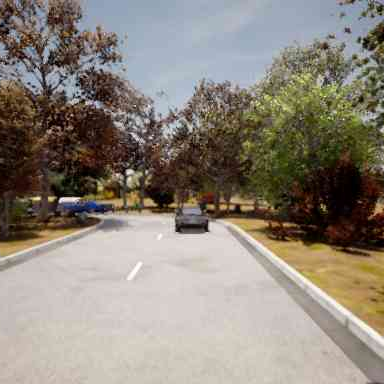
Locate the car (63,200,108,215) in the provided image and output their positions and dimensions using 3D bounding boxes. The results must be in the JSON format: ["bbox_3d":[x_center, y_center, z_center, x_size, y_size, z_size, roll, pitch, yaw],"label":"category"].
[{"bbox_3d":[-11.590,1.680,36.113,5.008,1.535,1.882,-1,-4,16],"label":"car"}]

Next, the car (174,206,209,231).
[{"bbox_3d":[-0.090,1.577,20.554,1.994,1.385,4.181,0,0,-4],"label":"car"}]
